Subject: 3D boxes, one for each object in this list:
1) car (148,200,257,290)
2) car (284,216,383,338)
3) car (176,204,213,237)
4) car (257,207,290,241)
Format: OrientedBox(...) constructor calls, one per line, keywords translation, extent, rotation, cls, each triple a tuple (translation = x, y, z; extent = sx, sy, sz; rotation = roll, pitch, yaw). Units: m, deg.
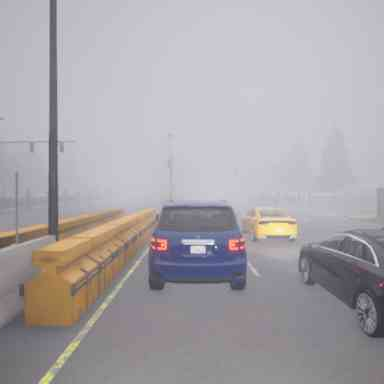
OrientedBox(translation=(0.125, 1.218, 9.177), extent=(2.150, 2.045, 5.566), rotation=(0, 0, 0), cls="car")
OrientedBox(translation=(3.614, 1.489, 6.569), extent=(2.128, 1.511, 4.902), rotation=(0, 0, 0), cls="car")
OrientedBox(translation=(0.151, 1.497, 19.026), extent=(1.837, 1.490, 4.892), rotation=(0, 0, 0), cls="car")
OrientedBox(translation=(3.643, 1.471, 16.411), extent=(1.882, 1.535, 5.008), rotation=(0, 0, 0), cls="car")
